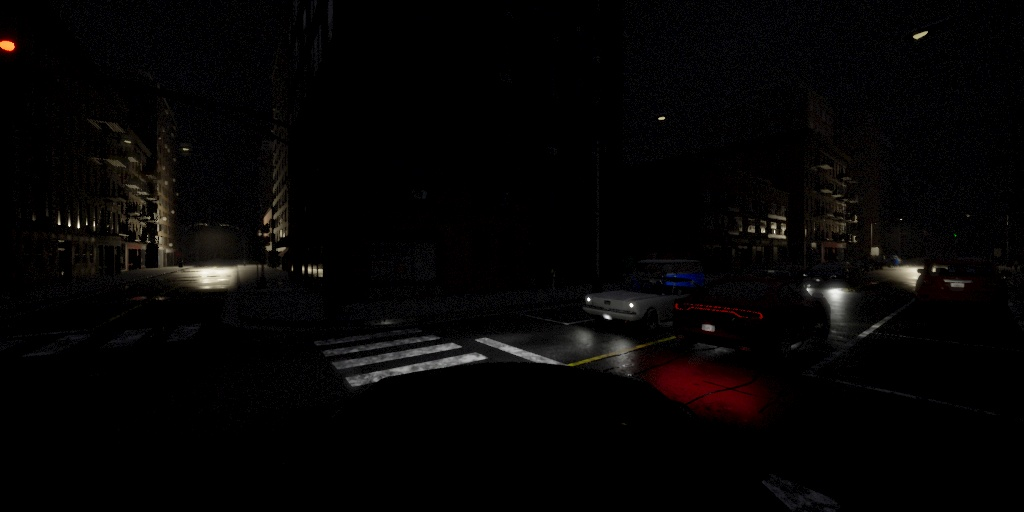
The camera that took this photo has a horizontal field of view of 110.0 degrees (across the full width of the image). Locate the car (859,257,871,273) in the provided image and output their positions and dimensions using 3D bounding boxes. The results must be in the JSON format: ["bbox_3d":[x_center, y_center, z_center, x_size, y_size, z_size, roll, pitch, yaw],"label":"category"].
[{"bbox_3d":[37.091,1.116,39.161,4.403,1.370,2.007,0,0,-37],"label":"car"}]

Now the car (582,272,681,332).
[{"bbox_3d":[4.362,1.318,10.885,4.718,1.301,1.895,0,0,-35],"label":"car"}]

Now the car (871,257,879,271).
[{"bbox_3d":[41.384,1.113,42.446,4.313,1.339,1.948,0,0,-37],"label":"car"}]

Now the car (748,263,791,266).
[{"bbox_3d":[15.624,1.222,22.733,4.313,1.339,1.948,0,0,-37],"label":"car"}]

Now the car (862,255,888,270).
[{"bbox_3d":[45.677,0.844,45.732,5.009,1.841,2.192,0,0,-37],"label":"car"}]

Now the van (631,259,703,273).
[{"bbox_3d":[7.038,1.032,16.162,3.998,1.789,1.690,0,0,-37],"label":"van"}]

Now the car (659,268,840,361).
[{"bbox_3d":[5.701,1.205,8.325,5.008,1.535,1.882,0,0,-37],"label":"car"}]

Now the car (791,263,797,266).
[{"bbox_3d":[19.918,1.183,26.019,4.507,1.381,1.888,0,0,-37],"label":"car"}]

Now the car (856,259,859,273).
[{"bbox_3d":[32.663,1.109,35.772,4.829,1.417,1.751,0,0,-37],"label":"car"}]

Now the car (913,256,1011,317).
[{"bbox_3d":[16.263,1.014,13.008,5.009,1.841,2.192,0,0,-37],"label":"car"}]

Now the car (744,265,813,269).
[{"bbox_3d":[12.319,1.285,16.982,4.718,1.301,1.895,0,0,-38],"label":"car"}]

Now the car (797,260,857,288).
[{"bbox_3d":[20.372,1.177,23.130,4.674,1.442,1.812,0,0,-37],"label":"car"}]
